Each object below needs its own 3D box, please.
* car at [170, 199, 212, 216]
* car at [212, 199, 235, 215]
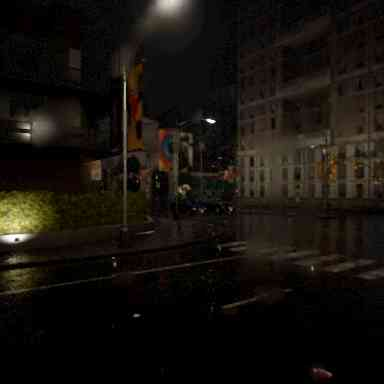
[{"bbox_3d":[-0.418,1.506,32.255,1.812,1.442,4.674,0,0,-35],"label":"car"},{"bbox_3d":[2.373,1.468,34.372,2.128,1.511,4.902,0,0,-35],"label":"car"}]
